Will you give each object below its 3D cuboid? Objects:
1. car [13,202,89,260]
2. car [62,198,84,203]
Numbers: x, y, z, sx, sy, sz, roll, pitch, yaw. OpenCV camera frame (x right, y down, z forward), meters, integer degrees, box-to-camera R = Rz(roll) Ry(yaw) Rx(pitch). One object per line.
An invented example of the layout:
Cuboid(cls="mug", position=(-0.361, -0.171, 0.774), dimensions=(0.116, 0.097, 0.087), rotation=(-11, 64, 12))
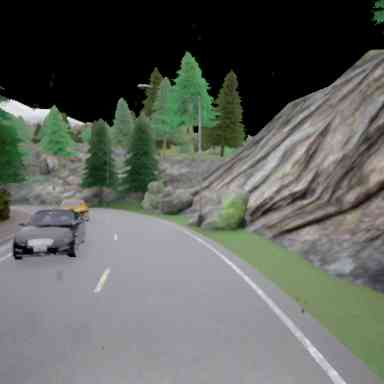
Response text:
Cuboid(cls="car", position=(-4.971, 1.372, 12.126), dimensions=(2.128, 1.511, 4.902), rotation=(-1, 1, -13))
Cuboid(cls="car", position=(-8.501, 1.236, 23.796), dimensions=(1.882, 1.535, 5.008), rotation=(-1, 1, -23))
